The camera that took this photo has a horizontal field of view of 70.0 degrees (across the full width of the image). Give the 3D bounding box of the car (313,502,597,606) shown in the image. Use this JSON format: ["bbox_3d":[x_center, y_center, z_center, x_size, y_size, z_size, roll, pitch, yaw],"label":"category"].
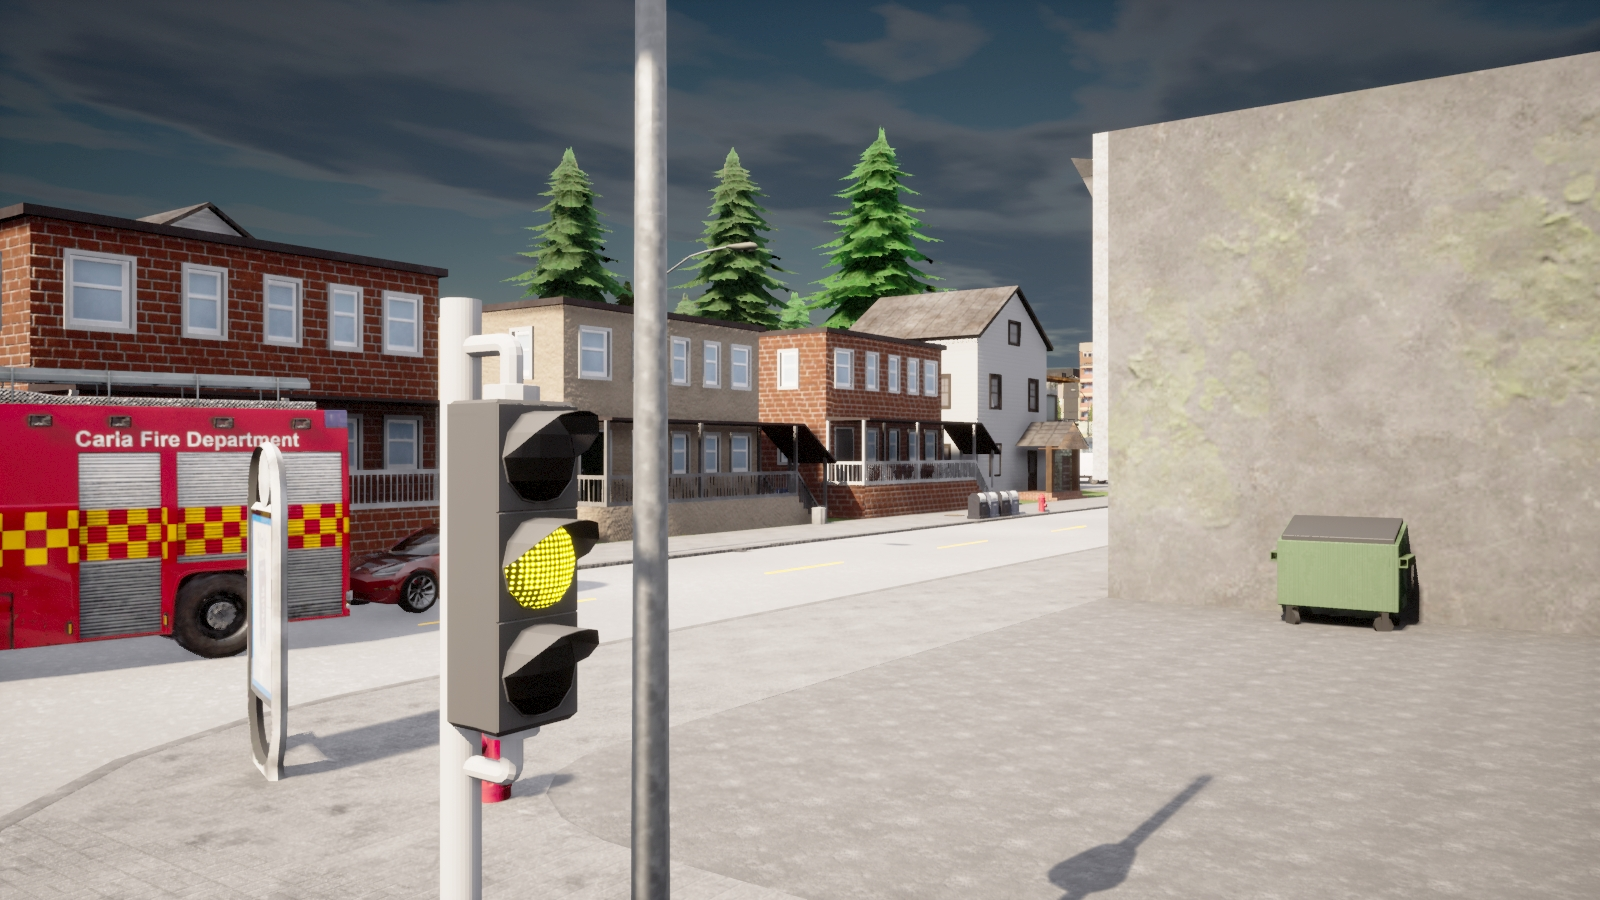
[{"bbox_3d":[-6.320,1.835,21.466,2.163,1.488,4.792,0,0,35],"label":"car"}]

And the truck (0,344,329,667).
[{"bbox_3d":[-10.757,0.661,14.325,8.468,3.827,2.891,0,0,-42],"label":"truck"}]
